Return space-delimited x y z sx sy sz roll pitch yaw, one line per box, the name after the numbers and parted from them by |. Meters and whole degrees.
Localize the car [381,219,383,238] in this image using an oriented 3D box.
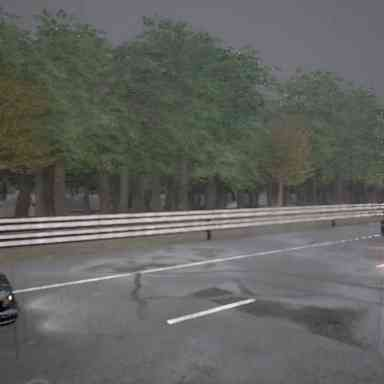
10.791 1.507 15.733 4.892 1.490 1.837 0 0 -35 | car

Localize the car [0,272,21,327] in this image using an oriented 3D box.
-5.283 1.547 4.280 5.357 1.411 2.033 0 0 -35 | car
